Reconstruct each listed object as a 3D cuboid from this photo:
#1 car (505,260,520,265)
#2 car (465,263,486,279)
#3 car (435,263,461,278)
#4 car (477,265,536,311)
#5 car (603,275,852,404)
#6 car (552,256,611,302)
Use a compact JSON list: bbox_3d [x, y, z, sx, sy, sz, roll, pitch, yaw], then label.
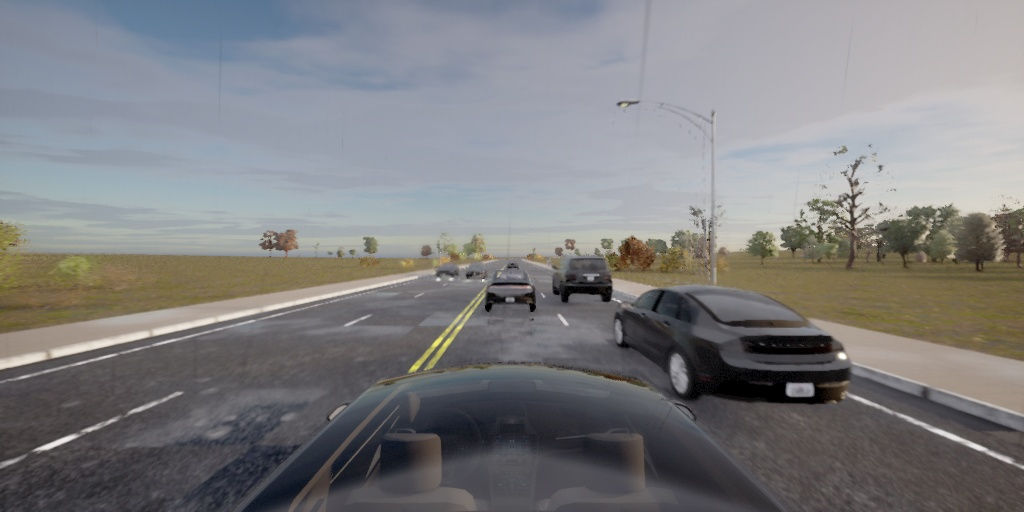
[{"bbox_3d":[0.102,1.455,53.493,1.837,1.490,4.892,0,0,0],"label":"car"},{"bbox_3d":[-3.303,1.385,34.348,1.837,1.490,4.892,0,-1,0],"label":"car"},{"bbox_3d":[-6.528,1.436,37.143,2.033,1.411,5.357,0,0,1],"label":"car"},{"bbox_3d":[-0.046,1.297,14.756,2.128,1.511,4.902,0,0,0],"label":"car"},{"bbox_3d":[3.251,1.274,6.470,1.837,1.490,4.892,0,0,0],"label":"car"},{"bbox_3d":[3.252,1.037,17.501,2.150,2.045,5.566,0,0,0],"label":"car"}]
